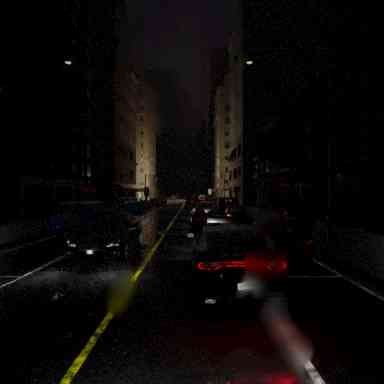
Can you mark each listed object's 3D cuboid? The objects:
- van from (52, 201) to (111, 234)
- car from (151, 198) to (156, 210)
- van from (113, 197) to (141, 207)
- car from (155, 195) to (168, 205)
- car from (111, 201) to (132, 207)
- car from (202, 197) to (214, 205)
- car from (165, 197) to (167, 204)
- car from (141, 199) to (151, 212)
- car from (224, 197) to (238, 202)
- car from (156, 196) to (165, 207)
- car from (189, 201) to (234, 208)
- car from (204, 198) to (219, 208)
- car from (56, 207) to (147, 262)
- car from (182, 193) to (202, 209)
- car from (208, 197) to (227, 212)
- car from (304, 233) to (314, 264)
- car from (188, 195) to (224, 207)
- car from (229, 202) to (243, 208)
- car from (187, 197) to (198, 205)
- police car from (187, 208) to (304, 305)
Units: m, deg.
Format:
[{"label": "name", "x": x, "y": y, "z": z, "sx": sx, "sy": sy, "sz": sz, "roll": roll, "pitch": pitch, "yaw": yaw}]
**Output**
[{"label": "van", "x": -5.650, "y": 1.341, "z": 17.034, "sx": 1.690, "sy": 1.788, "sz": 3.998, "roll": 0, "pitch": 0, "yaw": 0}, {"label": "car", "x": -5.622, "y": 1.585, "z": 39.038, "sx": 1.802, "sy": 1.307, "sz": 4.206, "roll": 0, "pitch": 0, "yaw": 0}, {"label": "van", "x": -5.636, "y": 1.342, "z": 28.035, "sx": 1.690, "sy": 1.788, "sz": 3.998, "roll": 0, "pitch": 0, "yaw": 0}, {"label": "car", "x": -5.596, "y": 1.452, "z": 61.044, "sx": 1.967, "sy": 1.590, "sz": 4.097, "roll": 0, "pitch": 0, "yaw": 0}, {"label": "car", "x": -5.643, "y": 1.551, "z": 22.534, "sx": 2.008, "sy": 1.369, "sz": 4.403, "roll": 0, "pitch": 0, "yaw": 0}, {"label": "car", "x": 2.930, "y": 1.578, "z": 61.033, "sx": 1.947, "sy": 1.339, "sz": 4.313, "roll": 0, "pitch": 0, "yaw": 0}, {"label": "car", "x": -5.603, "y": 1.592, "z": 55.542, "sx": 1.802, "sy": 1.307, "sz": 4.206, "roll": 0, "pitch": 0, "yaw": 0}, {"label": "car", "x": -5.629, "y": 1.568, "z": 33.537, "sx": 1.947, "sy": 1.339, "sz": 4.313, "roll": 0, "pitch": 0, "yaw": 0}, {"label": "car", "x": 2.889, "y": 1.316, "z": 28.025, "sx": 2.192, "sy": 1.841, "sz": 5.009, "roll": 0, "pitch": 0, "yaw": 0}, {"label": "car", "x": -5.609, "y": 1.573, "z": 50.041, "sx": 1.947, "sy": 1.339, "sz": 4.313, "roll": 0, "pitch": 0, "yaw": 0}, {"label": "car", "x": 0.921, "y": 1.478, "z": 18.199, "sx": 1.882, "sy": 1.535, "sz": 5.008, "roll": 0, "pitch": 0, "yaw": 0}, {"label": "car", "x": 2.916, "y": 1.558, "z": 50.030, "sx": 2.008, "sy": 1.369, "sz": 4.403, "roll": 0, "pitch": 0, "yaw": 0}, {"label": "car", "x": -2.986, "y": 1.504, "z": 12.151, "sx": 1.837, "sy": 1.490, "sz": 4.892, "roll": 0, "pitch": 0, "yaw": 0}, {"label": "car", "x": 0.081, "y": 1.358, "z": 46.286, "sx": 2.097, "sy": 1.767, "sz": 4.553, "roll": 0, "pitch": 0, "yaw": 1}, {"label": "car", "x": 2.903, "y": 1.443, "z": 39.028, "sx": 1.967, "sy": 1.590, "sz": 4.097, "roll": 0, "pitch": 0, "yaw": 0}, {"label": "car", "x": 2.869, "y": 1.581, "z": 11.521, "sx": 1.802, "sy": 1.307, "sz": 4.206, "roll": 0, "pitch": 0, "yaw": 0}, {"label": "car", "x": 0.929, "y": 1.351, "z": 24.169, "sx": 2.097, "sy": 1.767, "sz": 4.553, "roll": 0, "pitch": 0, "yaw": 0}, {"label": "car", "x": 2.883, "y": 1.582, "z": 22.523, "sx": 1.802, "sy": 1.307, "sz": 4.206, "roll": 0, "pitch": 0, "yaw": 0}, {"label": "car", "x": 0.072, "y": 1.575, "z": 59.069, "sx": 1.994, "sy": 1.385, "sz": 4.181, "roll": 0, "pitch": 0, "yaw": 0}, {"label": "police car", "x": 0.909, "y": 1.425, "z": 8.309, "sx": 1.930, "sy": 1.638, "sz": 5.238, "roll": 0, "pitch": 0, "yaw": 0}]
